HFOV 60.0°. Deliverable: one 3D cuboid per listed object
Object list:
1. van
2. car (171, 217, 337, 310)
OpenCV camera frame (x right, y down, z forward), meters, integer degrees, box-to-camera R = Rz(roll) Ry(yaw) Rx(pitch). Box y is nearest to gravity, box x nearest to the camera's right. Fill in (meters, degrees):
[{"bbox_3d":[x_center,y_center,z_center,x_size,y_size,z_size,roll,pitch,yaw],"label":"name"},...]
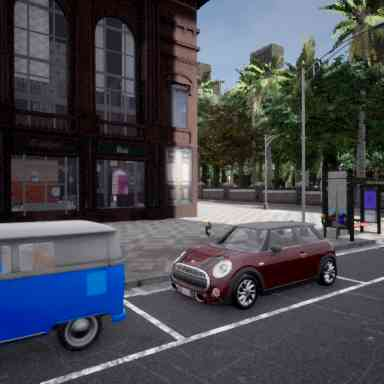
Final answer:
[{"bbox_3d":[-2.918,1.341,4.573,3.998,1.788,1.690,0,0,-35],"label":"van"},{"bbox_3d":[1.500,1.439,7.723,4.097,1.590,1.967,0,0,-35],"label":"car"}]
